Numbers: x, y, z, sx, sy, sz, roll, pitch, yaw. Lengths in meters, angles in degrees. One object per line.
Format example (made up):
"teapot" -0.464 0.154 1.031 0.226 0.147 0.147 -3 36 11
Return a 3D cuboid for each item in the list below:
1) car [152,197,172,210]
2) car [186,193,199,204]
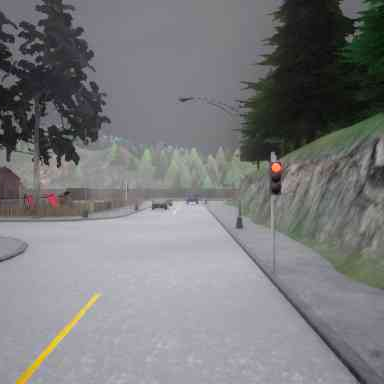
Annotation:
"car" -4.053 1.478 42.940 1.882 1.535 5.008 0 0 0
"car" 0.068 1.221 62.571 2.150 2.045 5.566 0 0 0
